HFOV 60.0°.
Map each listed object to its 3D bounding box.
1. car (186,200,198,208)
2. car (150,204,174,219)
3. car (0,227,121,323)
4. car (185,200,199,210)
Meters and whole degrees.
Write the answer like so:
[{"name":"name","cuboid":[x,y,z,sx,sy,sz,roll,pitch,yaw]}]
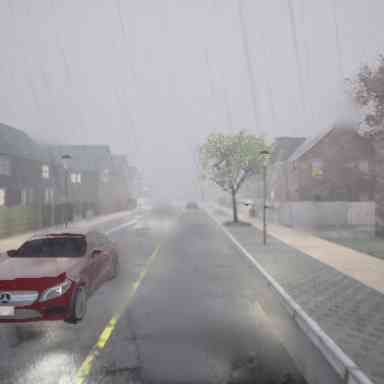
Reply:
[{"name":"car","cuboid":[0.001,2.116,61.119,2.033,1.411,5.357,0,-1,0]},{"name":"car","cuboid":[-2.756,1.798,31.569,1.994,1.385,4.181,0,-1,0]},{"name":"car","cuboid":[-2.837,1.568,7.397,1.812,1.442,4.674,0,0,0]},{"name":"car","cuboid":[0.003,2.009,51.078,1.994,1.385,4.181,0,-1,0]}]
